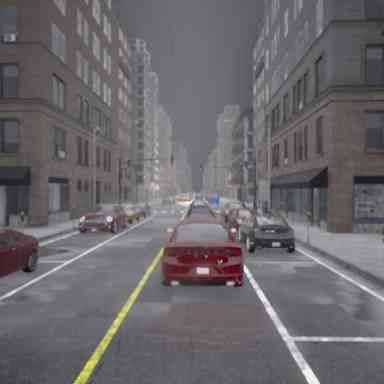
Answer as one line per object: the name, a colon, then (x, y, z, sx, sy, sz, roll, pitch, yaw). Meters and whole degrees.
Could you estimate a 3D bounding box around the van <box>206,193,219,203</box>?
van: (3.820, 1.286, 57.069, 1.690, 1.788, 3.998, 0, 0, 1)

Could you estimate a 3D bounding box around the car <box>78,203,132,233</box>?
car: (-5.010, 1.422, 19.121, 1.967, 1.590, 4.097, 0, 0, 1)

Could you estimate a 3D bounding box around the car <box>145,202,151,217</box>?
car: (-4.776, 1.522, 30.155, 2.008, 1.369, 4.403, 0, 0, 1)

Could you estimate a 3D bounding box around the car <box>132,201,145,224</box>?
car: (-4.897, 1.502, 24.467, 1.752, 1.417, 4.829, 0, 0, 1)

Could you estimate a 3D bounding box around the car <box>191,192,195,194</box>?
car: (-0.985, 1.459, 84.639, 1.994, 1.385, 4.181, 0, 0, 1)

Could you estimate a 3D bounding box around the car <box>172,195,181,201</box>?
car: (-3.726, 1.443, 79.783, 1.752, 1.417, 4.829, 0, 0, 1)

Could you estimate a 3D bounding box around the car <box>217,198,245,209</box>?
car: (3.130, 1.417, 24.476, 1.967, 1.590, 4.097, 0, 0, 1)

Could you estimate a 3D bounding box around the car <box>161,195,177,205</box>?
car: (-4.203, 1.495, 57.230, 2.008, 1.369, 4.403, 0, 0, 1)

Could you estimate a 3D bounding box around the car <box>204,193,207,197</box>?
car: (4.301, 1.500, 79.789, 1.802, 1.307, 4.206, 0, 0, 1)

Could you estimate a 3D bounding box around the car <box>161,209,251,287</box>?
car: (0.274, 1.469, 9.329, 1.882, 1.535, 5.008, 0, 0, 1)

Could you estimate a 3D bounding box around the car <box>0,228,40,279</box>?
car: (-5.243, 1.574, 8.086, 1.802, 1.307, 4.206, 0, 0, 1)

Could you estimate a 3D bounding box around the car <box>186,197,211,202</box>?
car: (0.657, 1.495, 32.239, 1.812, 1.442, 4.674, 0, 0, 1)

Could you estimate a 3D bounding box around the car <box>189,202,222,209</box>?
car: (0.510, 1.545, 20.285, 1.994, 1.385, 4.181, 0, 0, 1)

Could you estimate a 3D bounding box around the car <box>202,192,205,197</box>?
car: (4.422, 1.224, 85.469, 2.192, 1.841, 5.009, 0, 0, 1)

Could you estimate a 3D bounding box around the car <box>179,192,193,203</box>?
car: (-1.331, 1.411, 68.491, 1.882, 1.535, 5.008, 0, 0, 1)

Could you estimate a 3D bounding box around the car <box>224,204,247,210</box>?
car: (3.014, 1.564, 18.958, 1.802, 1.307, 4.206, 0, 0, 1)

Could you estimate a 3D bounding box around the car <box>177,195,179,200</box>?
car: (-4.083, 1.483, 62.910, 1.887, 1.381, 4.507, 0, 0, 1)

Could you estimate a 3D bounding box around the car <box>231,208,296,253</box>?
car: (2.897, 1.538, 13.441, 2.008, 1.369, 4.403, 0, 0, 1)

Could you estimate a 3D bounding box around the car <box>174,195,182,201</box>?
car: (-3.602, 1.474, 85.633, 1.947, 1.339, 4.313, 0, 0, 1)

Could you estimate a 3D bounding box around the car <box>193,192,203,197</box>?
car: (1.820, 1.257, 87.217, 2.097, 1.767, 4.553, 0, 0, 1)
